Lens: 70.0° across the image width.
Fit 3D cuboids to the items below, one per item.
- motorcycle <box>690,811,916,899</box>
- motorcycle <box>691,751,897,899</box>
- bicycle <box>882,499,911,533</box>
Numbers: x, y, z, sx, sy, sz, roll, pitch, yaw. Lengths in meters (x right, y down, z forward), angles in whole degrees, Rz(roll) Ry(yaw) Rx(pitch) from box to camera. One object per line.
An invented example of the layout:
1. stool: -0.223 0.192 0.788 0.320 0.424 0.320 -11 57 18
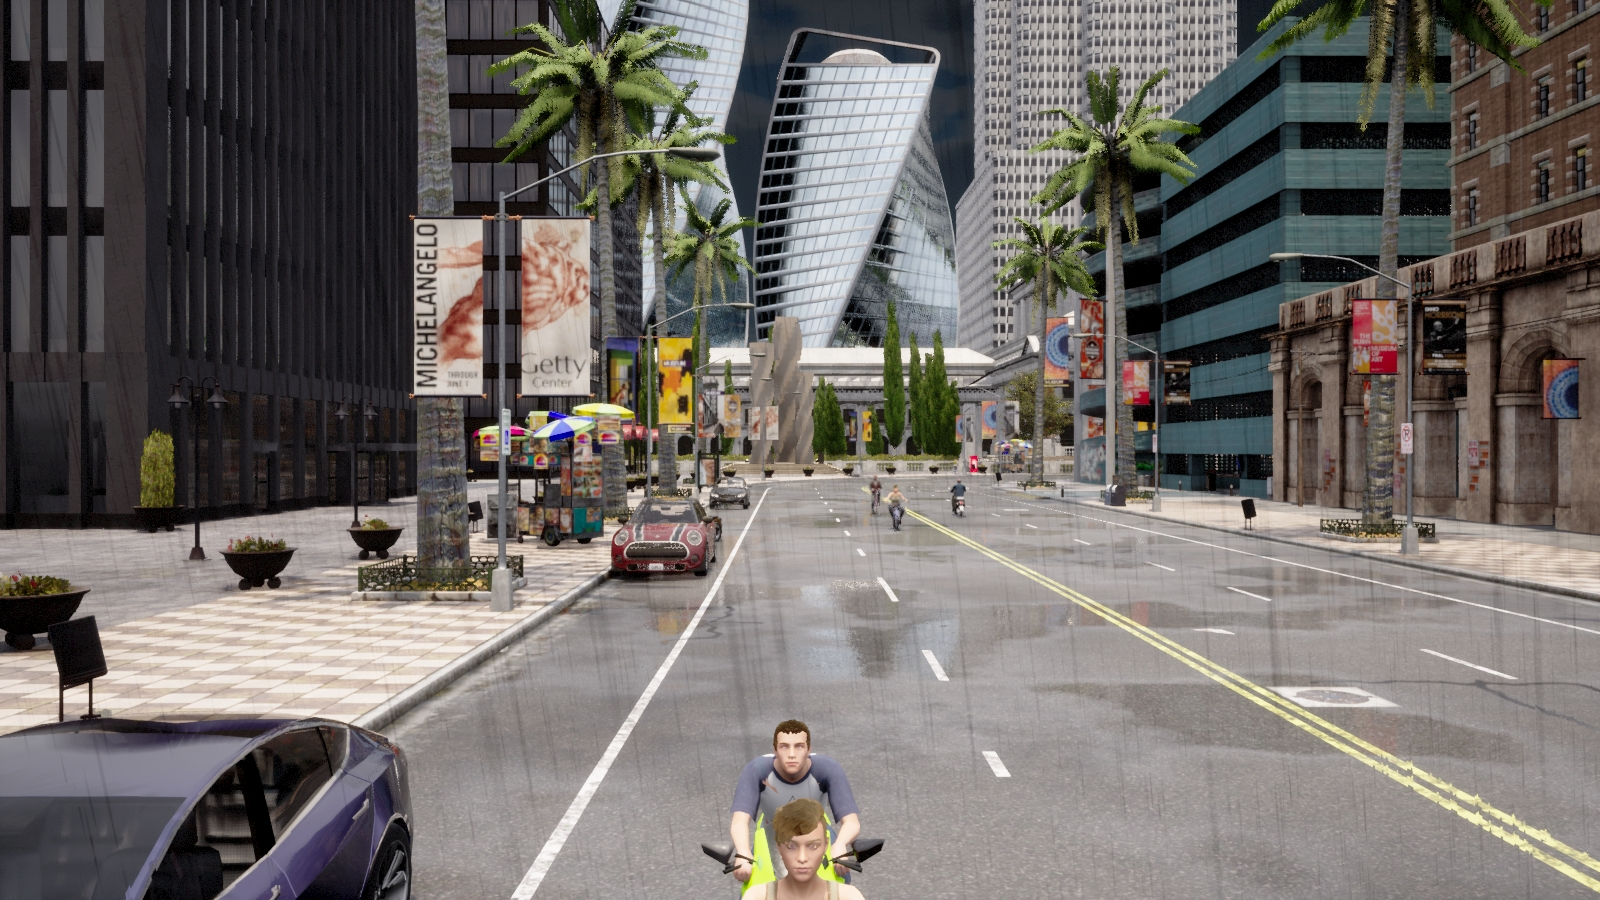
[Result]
1. motorcycle: 0.011 2.176 3.553 0.764 1.277 2.356 0 2 0
2. motorcycle: -0.021 2.224 5.434 0.803 1.145 2.033 -1 -4 0
3. bicycle: 3.326 2.272 39.561 0.859 1.080 1.487 0 0 -1
